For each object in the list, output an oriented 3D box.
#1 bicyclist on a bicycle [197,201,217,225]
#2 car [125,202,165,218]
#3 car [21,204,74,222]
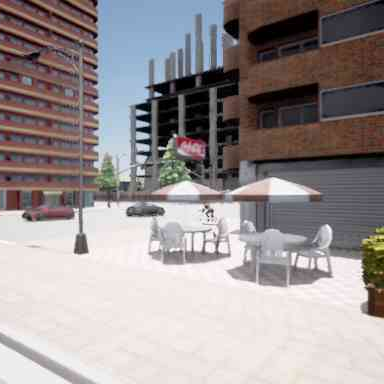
[{"bbox_3d":[0.974,1.417,22.308,1.656,1.620,0.582,-1,0,36],"label":"bicyclist on a bicycle"},{"bbox_3d":[-4.584,1.722,32.950,1.994,1.385,4.181,0,0,37],"label":"car"},{"bbox_3d":[-12.324,1.728,28.644,1.994,1.385,4.181,0,0,37],"label":"car"}]
